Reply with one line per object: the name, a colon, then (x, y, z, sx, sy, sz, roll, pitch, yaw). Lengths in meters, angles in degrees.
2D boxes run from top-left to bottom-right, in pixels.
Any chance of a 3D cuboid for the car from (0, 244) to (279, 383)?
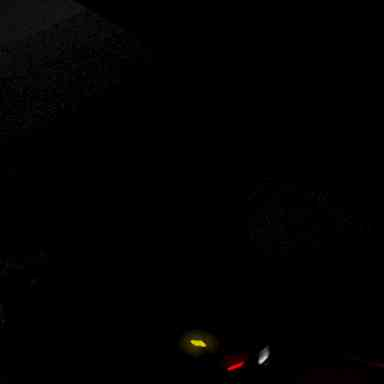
car: (-1.125, 1.502, 4.796, 4.674, 1.442, 1.812, 0, 0, 35)
